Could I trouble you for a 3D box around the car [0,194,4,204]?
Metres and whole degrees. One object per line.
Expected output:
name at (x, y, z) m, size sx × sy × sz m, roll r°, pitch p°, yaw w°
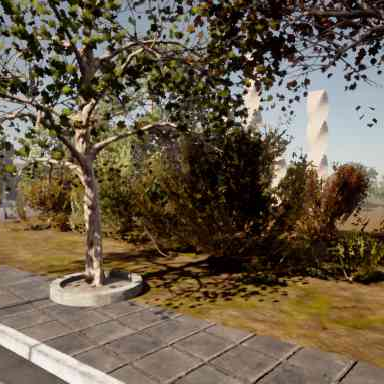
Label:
car at (-27.556, 0.975, 46.687) m, size 2.033 × 1.411 × 5.357 m, roll 1°, pitch 1°, yaw -29°
